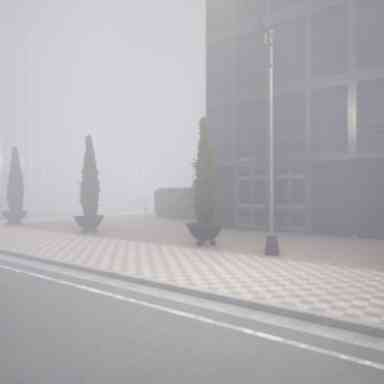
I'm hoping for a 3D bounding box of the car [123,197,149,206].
[{"bbox_3d":[-9.201,1.518,54.779,2.128,1.511,4.902,0,0,35],"label":"car"}]
